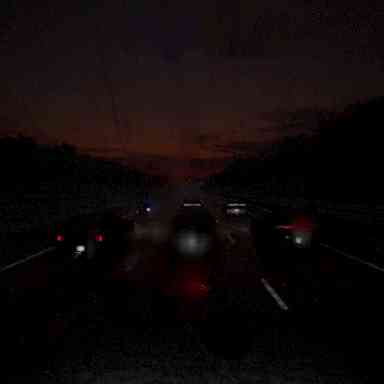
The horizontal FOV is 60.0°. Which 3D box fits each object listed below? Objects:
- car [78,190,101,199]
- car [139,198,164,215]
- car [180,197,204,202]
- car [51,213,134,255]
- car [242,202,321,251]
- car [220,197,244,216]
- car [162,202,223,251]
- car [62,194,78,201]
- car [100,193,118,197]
[{"bbox_3d":[-17.622,0.613,58.423,2.150,2.045,5.566,0,1,0],"label":"car"},{"bbox_3d":[-3.489,1.213,29.023,1.812,1.442,4.674,0,1,0],"label":"car"},{"bbox_3d":[0.006,1.187,28.274,2.128,1.511,4.902,0,1,0],"label":"car"},{"bbox_3d":[-3.477,1.462,12.667,1.895,1.301,4.718,0,1,0],"label":"car"},{"bbox_3d":[3.527,1.345,13.263,2.128,1.511,4.902,0,1,1],"label":"car"},{"bbox_3d":[3.506,1.186,28.291,2.128,1.511,4.902,0,1,0],"label":"car"},{"bbox_3d":[0.028,1.360,13.300,1.837,1.490,4.892,0,1,0],"label":"car"},{"bbox_3d":[-21.118,0.957,58.292,1.994,1.385,4.181,0,1,0],"label":"car"},{"bbox_3d":[-14.127,0.952,58.635,1.994,1.385,4.181,0,1,0],"label":"car"}]
